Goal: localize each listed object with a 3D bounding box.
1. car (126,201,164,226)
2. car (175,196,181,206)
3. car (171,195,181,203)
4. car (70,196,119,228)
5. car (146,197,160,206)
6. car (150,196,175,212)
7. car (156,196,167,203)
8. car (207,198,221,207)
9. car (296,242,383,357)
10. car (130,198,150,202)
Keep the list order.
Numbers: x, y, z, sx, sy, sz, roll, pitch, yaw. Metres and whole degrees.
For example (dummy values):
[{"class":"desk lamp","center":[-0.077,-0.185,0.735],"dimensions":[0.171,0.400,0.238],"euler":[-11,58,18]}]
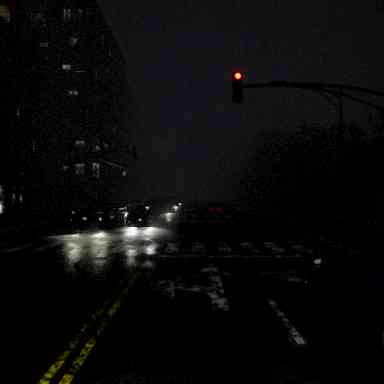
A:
[{"class":"car","center":[-3.341,1.604,23.355],"dimensions":[1.994,1.385,4.181],"euler":[0,0,0]},{"class":"car","center":[-3.309,1.366,53.821],"dimensions":[2.097,1.767,4.553],"euler":[0,0,0]},{"class":"car","center":[-3.209,1.501,68.934],"dimensions":[1.882,1.535,5.008],"euler":[0,0,0]},{"class":"car","center":[-6.604,1.287,23.214],"dimensions":[2.150,2.045,5.566],"euler":[-1,0,0]},{"class":"car","center":[-6.552,1.579,56.147],"dimensions":[1.994,1.385,4.181],"euler":[0,0,0]},{"class":"car","center":[-3.325,1.483,38.270],"dimensions":[1.882,1.535,5.008],"euler":[0,0,0]},{"class":"car","center":[-6.455,1.553,70.874],"dimensions":[2.033,1.411,5.357],"euler":[0,0,0]},{"class":"car","center":[3.384,1.613,52.307],"dimensions":[1.895,1.301,4.718],"euler":[0,0,0]},{"class":"car","center":[3.355,1.547,5.374],"dimensions":[2.033,1.411,5.357],"euler":[0,0,0]},{"class":"car","center":[-6.572,1.532,39.760],"dimensions":[1.812,1.442,4.674],"euler":[0,0,0]}]
